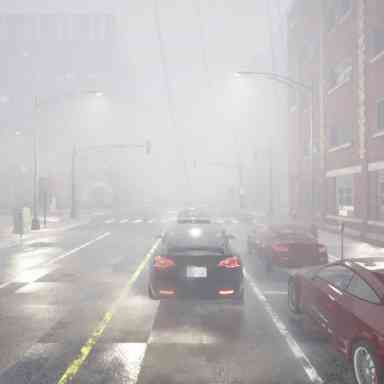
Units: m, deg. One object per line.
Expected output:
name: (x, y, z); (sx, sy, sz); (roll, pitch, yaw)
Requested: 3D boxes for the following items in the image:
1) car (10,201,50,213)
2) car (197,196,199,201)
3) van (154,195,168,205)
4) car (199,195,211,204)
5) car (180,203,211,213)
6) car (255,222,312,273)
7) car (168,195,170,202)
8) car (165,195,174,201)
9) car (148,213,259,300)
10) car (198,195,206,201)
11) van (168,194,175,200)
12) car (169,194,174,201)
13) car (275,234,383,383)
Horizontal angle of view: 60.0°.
car: (-18.790, 1.730, 38.711); (4.313, 1.339, 1.947); (0, -1, 0)
car: (2.534, 1.573, 82.236); (1.887, 1.381, 4.507); (1, 0, 0)
van: (-5.797, 1.359, 59.648); (1.690, 1.788, 3.998); (1, 0, 0)
car: (2.580, 1.544, 59.796); (1.752, 1.417, 4.829); (1, 0, 0)
car: (0.065, 1.552, 17.686); (2.033, 1.411, 5.357); (0, 0, -1)
car: (2.816, 1.585, 10.372); (1.802, 1.307, 4.206); (1, 0, 0)
car: (-5.812, 1.602, 65.300); (1.802, 1.307, 4.206); (1, 0, 0)
car: (-5.858, 1.582, 87.909); (2.008, 1.369, 4.403); (1, 0, 0)
car: (0.083, 1.506, 8.414); (2.163, 1.488, 4.792); (0, 0, 0)
car: (2.522, 1.597, 87.887); (1.947, 1.339, 4.313); (1, 0, 0)
van: (-5.866, 1.375, 93.561); (1.690, 1.788, 3.998); (1, 0, 0)
car: (-5.835, 1.607, 76.604); (1.802, 1.307, 4.206); (1, 0, 0)
car: (2.658, 1.583, 4.716); (1.802, 1.307, 4.206); (1, 0, 0)
